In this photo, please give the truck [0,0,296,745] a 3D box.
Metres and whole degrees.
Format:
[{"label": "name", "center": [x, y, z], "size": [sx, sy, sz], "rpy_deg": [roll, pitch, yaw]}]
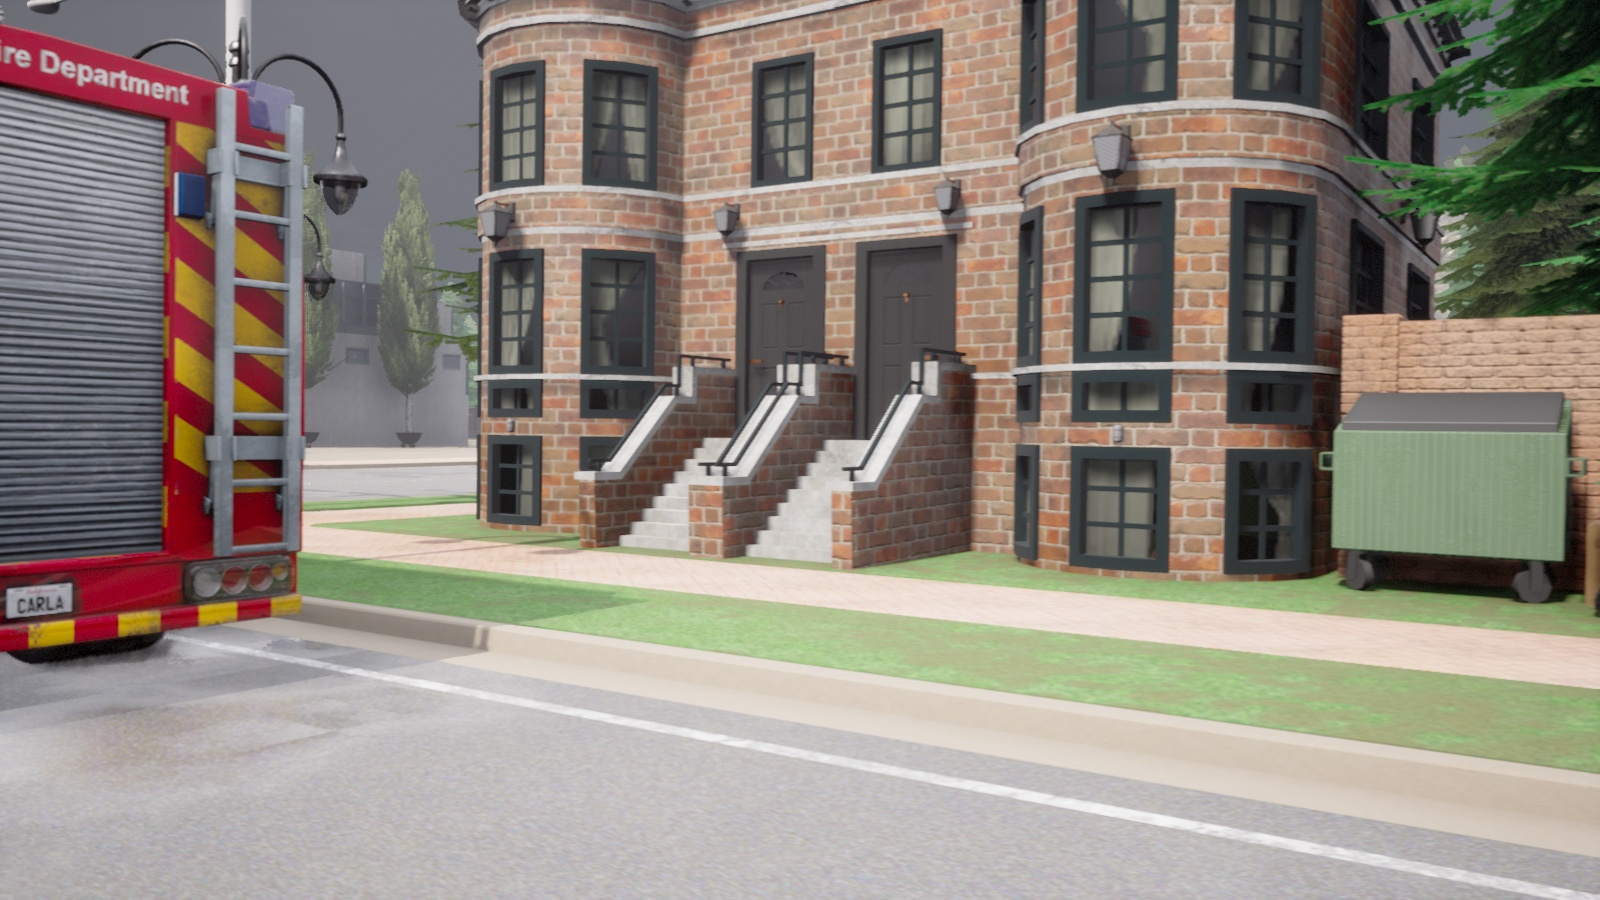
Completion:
[{"label": "truck", "center": [-7.269, -0.536, 8.428], "size": [8.468, 3.827, 2.891], "rpy_deg": [0, 1, 34]}]
